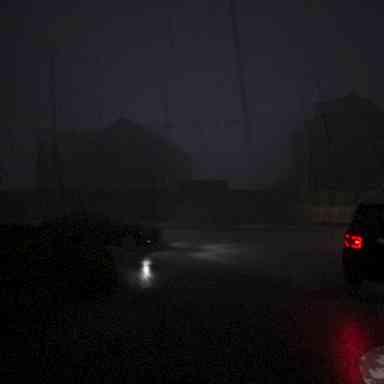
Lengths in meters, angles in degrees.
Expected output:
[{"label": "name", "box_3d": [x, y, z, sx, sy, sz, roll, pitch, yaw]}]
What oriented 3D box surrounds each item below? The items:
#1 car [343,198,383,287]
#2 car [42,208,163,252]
[{"label": "car", "box_3d": [5.431, 1.161, 8.476, 2.150, 2.045, 5.566, 0, 0, 35]}, {"label": "car", "box_3d": [-3.650, 1.435, 13.520, 5.008, 1.535, 1.882, 0, 0, 15]}]
